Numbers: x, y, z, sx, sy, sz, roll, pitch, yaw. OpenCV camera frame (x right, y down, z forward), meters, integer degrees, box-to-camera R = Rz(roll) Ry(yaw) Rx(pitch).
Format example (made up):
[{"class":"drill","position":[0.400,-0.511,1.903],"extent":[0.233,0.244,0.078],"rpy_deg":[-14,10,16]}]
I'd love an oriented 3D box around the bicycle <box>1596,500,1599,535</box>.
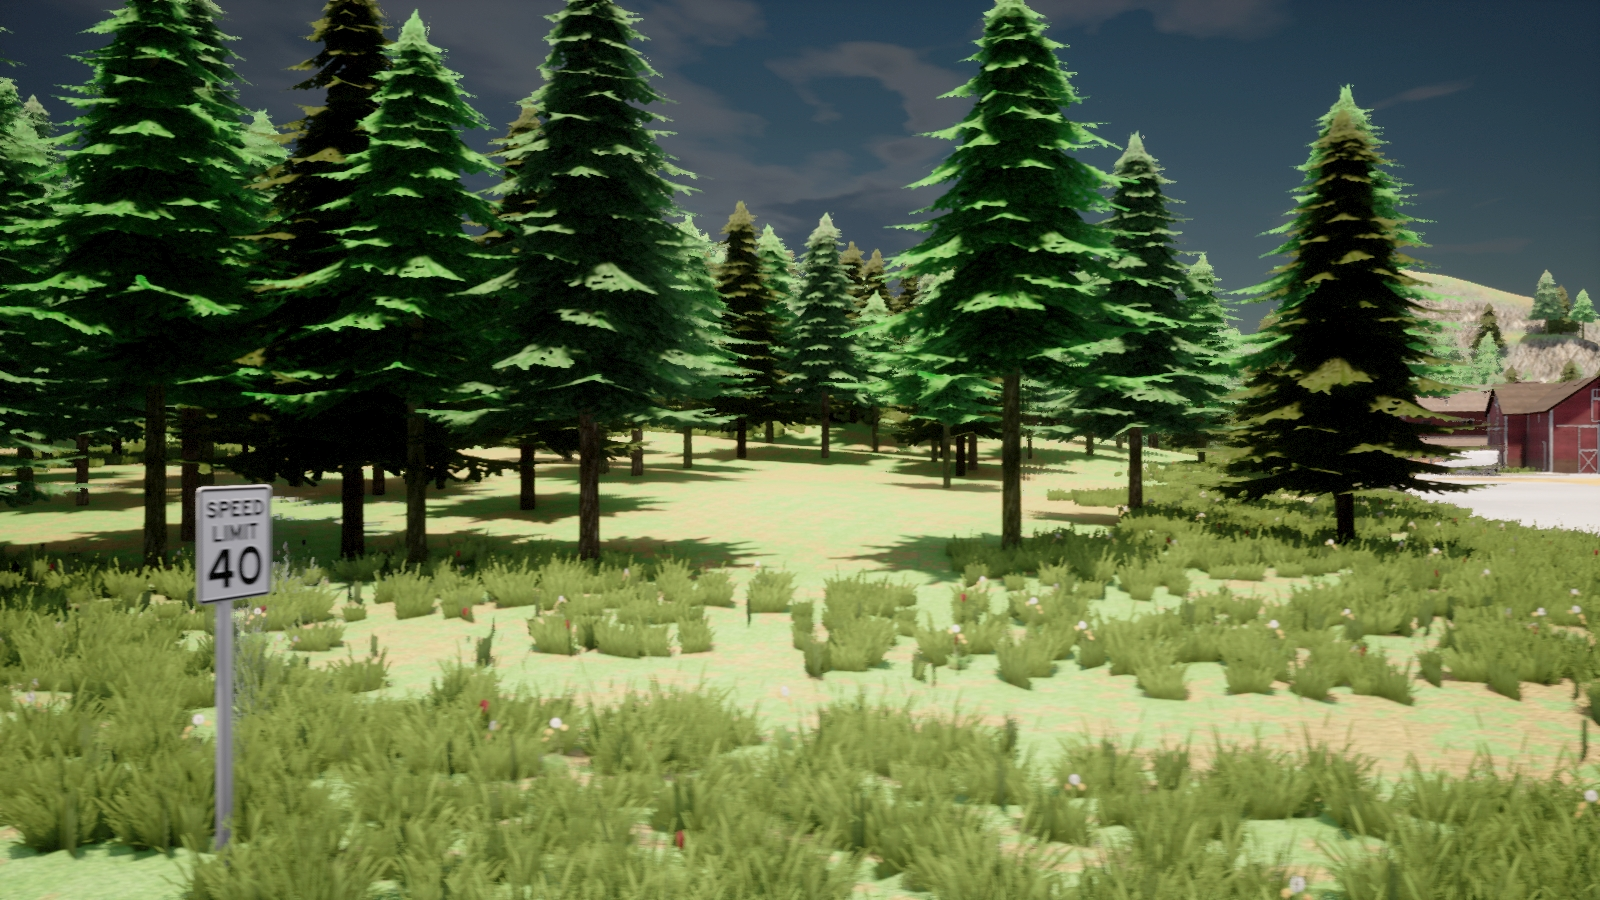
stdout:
[{"class":"bicycle","position":[25.176,2.107,35.111],"extent":[0.859,1.080,1.487],"rpy_deg":[0,0,21]}]
